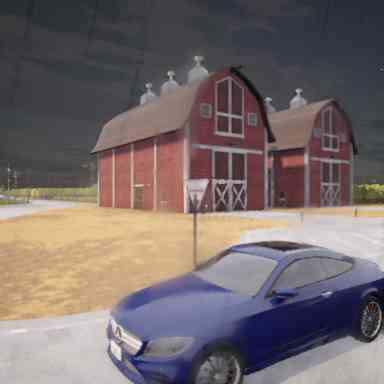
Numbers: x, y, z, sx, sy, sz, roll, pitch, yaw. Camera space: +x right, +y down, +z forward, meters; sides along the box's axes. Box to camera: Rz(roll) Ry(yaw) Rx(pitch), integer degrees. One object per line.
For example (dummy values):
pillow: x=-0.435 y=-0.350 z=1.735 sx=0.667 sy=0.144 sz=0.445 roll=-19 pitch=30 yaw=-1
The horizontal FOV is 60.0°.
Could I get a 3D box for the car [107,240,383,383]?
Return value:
car: x=1.106 y=1.523 z=5.009 sx=4.674 sy=1.442 sz=1.812 roll=0 pitch=0 yaw=-33
